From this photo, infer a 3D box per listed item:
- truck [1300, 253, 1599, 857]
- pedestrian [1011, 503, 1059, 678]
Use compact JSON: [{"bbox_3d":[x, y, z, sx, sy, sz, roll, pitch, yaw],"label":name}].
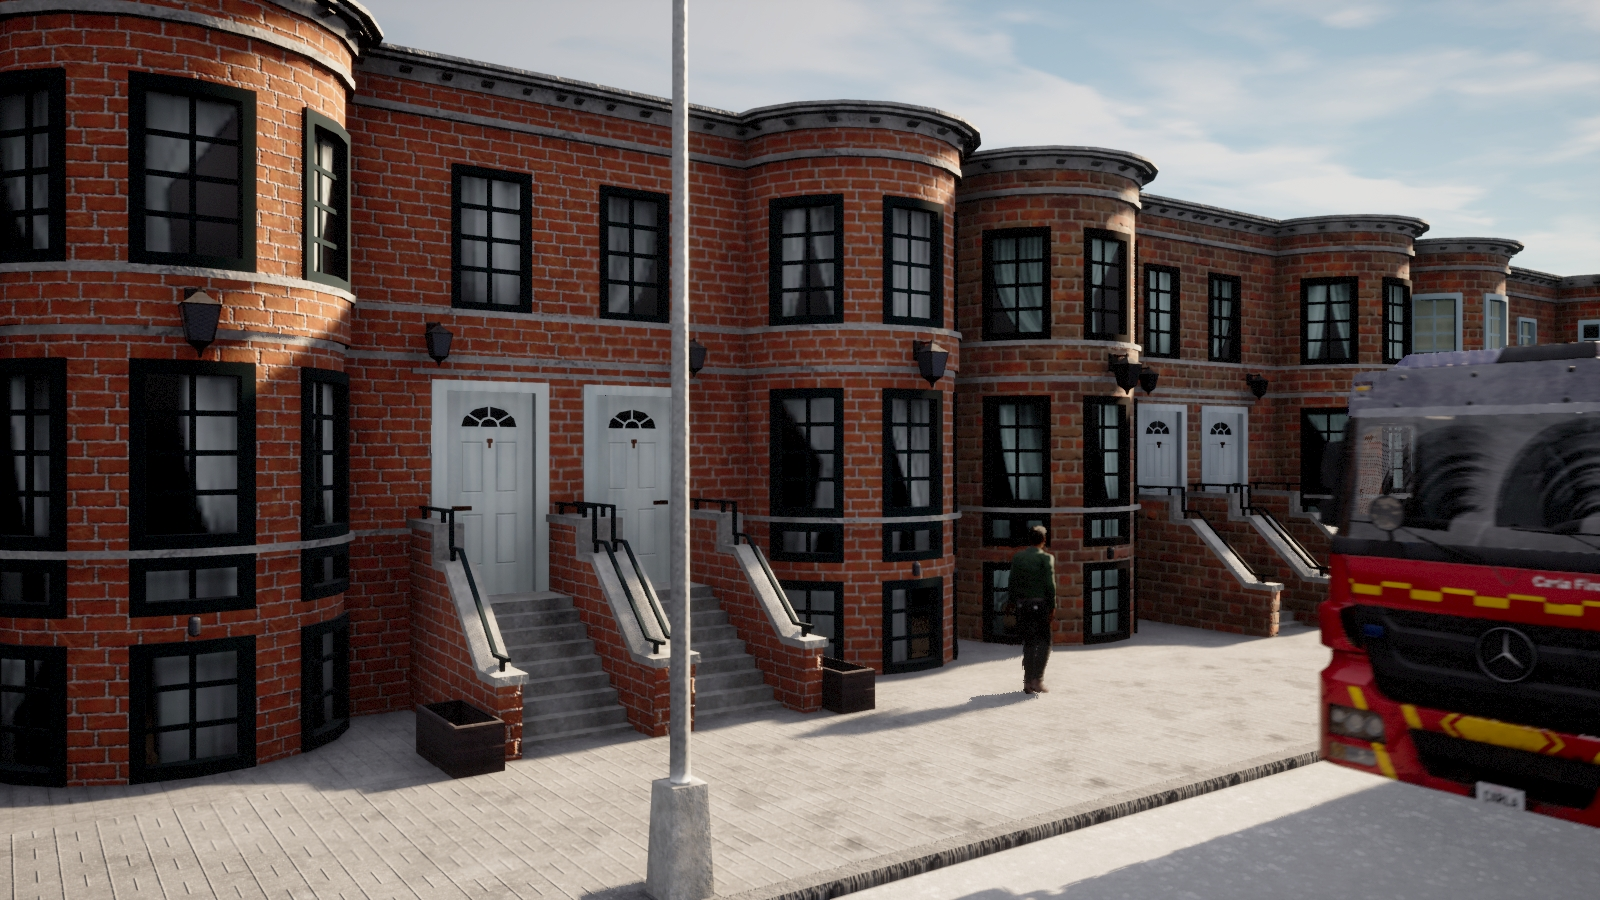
[{"bbox_3d":[8.196,0.665,10.140,8.468,3.827,2.891,0,0,-35],"label":"truck"},{"bbox_3d":[2.582,1.521,12.543,0.375,1.860,0.375,0,0,42],"label":"pedestrian"}]
